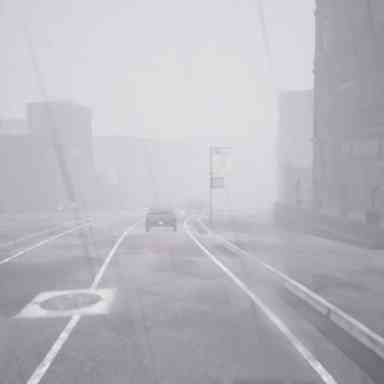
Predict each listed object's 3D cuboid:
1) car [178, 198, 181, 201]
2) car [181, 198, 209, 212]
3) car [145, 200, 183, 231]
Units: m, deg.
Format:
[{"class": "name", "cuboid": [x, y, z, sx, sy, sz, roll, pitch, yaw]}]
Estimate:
[{"class": "car", "cuboid": [-1.088, 1.569, 46.341, 1.837, 1.490, 4.892, 1, 0, 25]}, {"class": "car", "cuboid": [0.756, 1.617, 41.072, 2.128, 1.511, 4.902, 1, 0, 18]}, {"class": "car", "cuboid": [-1.878, 1.526, 20.927, 2.128, 1.511, 4.902, -1, 0, -4]}]
